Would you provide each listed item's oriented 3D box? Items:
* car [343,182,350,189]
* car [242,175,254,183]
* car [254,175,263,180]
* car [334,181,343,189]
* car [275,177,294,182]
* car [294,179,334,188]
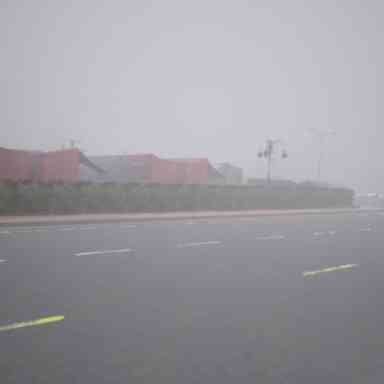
[{"bbox_3d":[22.524,-0.622,51.726,1.970,1.475,3.806,1,4,-32],"label":"car"},{"bbox_3d":[12.820,-3.308,83.838,1.905,1.878,3.866,1,4,-32],"label":"car"},{"bbox_3d":[15.316,-3.276,85.304,1.932,1.855,4.605,1,4,-32],"label":"car"},{"bbox_3d":[20.057,-0.684,50.212,1.784,1.438,3.905,1,4,-32],"label":"car"},{"bbox_3d":[19.587,-1.738,67.583,1.970,1.475,3.806,1,4,-32],"label":"car"},{"bbox_3d":[17.806,-0.918,48.754,1.932,1.855,4.605,1,4,-32],"label":"car"}]
